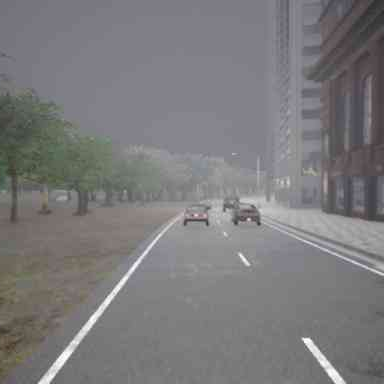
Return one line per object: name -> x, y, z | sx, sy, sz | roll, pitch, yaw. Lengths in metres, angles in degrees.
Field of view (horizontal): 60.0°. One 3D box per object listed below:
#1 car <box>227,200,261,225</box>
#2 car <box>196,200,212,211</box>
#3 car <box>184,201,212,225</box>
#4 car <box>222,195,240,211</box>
car -> 3.906, 1.597, 24.706 | 1.837, 1.490, 4.892 | 0, 0, 2
car -> 1.635, 1.766, 43.690 | 1.895, 1.301, 4.718 | 0, 0, 5
car -> 0.379, 1.639, 24.926 | 2.033, 1.411, 5.357 | 0, 0, 2
car -> 5.079, 1.390, 43.200 | 2.150, 2.045, 5.566 | 0, 0, 6
